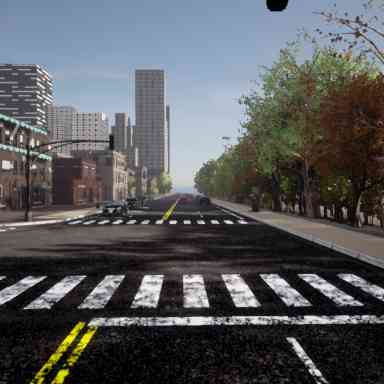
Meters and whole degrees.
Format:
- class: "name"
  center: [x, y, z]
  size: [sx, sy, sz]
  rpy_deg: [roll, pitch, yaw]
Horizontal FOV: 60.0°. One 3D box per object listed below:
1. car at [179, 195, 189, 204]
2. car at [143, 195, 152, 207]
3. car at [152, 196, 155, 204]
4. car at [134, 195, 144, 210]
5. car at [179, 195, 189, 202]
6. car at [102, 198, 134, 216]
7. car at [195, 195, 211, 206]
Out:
- class: "car"
  center: [-1.527, 1.540, 62.760]
  size: [1.994, 1.385, 4.181]
  rpy_deg: [0, 0, -1]
- class: "car"
  center: [-7.843, 1.334, 51.727]
  size: [2.097, 1.767, 4.553]
  rpy_deg: [0, 0, -1]
- class: "car"
  center: [-8.052, 1.468, 61.990]
  size: [2.128, 1.511, 4.902]
  rpy_deg: [0, 0, -1]
- class: "car"
  center: [-7.607, 1.491, 42.032]
  size: [1.837, 1.490, 4.892]
  rpy_deg: [0, 0, -1]
- class: "car"
  center: [-1.771, 1.343, 72.760]
  size: [2.033, 1.411, 5.357]
  rpy_deg: [0, 0, -1]
- class: "car"
  center: [-7.380, 1.481, 32.474]
  size: [2.128, 1.511, 4.902]
  rpy_deg: [0, 0, -1]
- class: "car"
  center: [2.027, 1.458, 54.585]
  size: [1.882, 1.535, 5.008]
  rpy_deg: [0, 0, -1]
